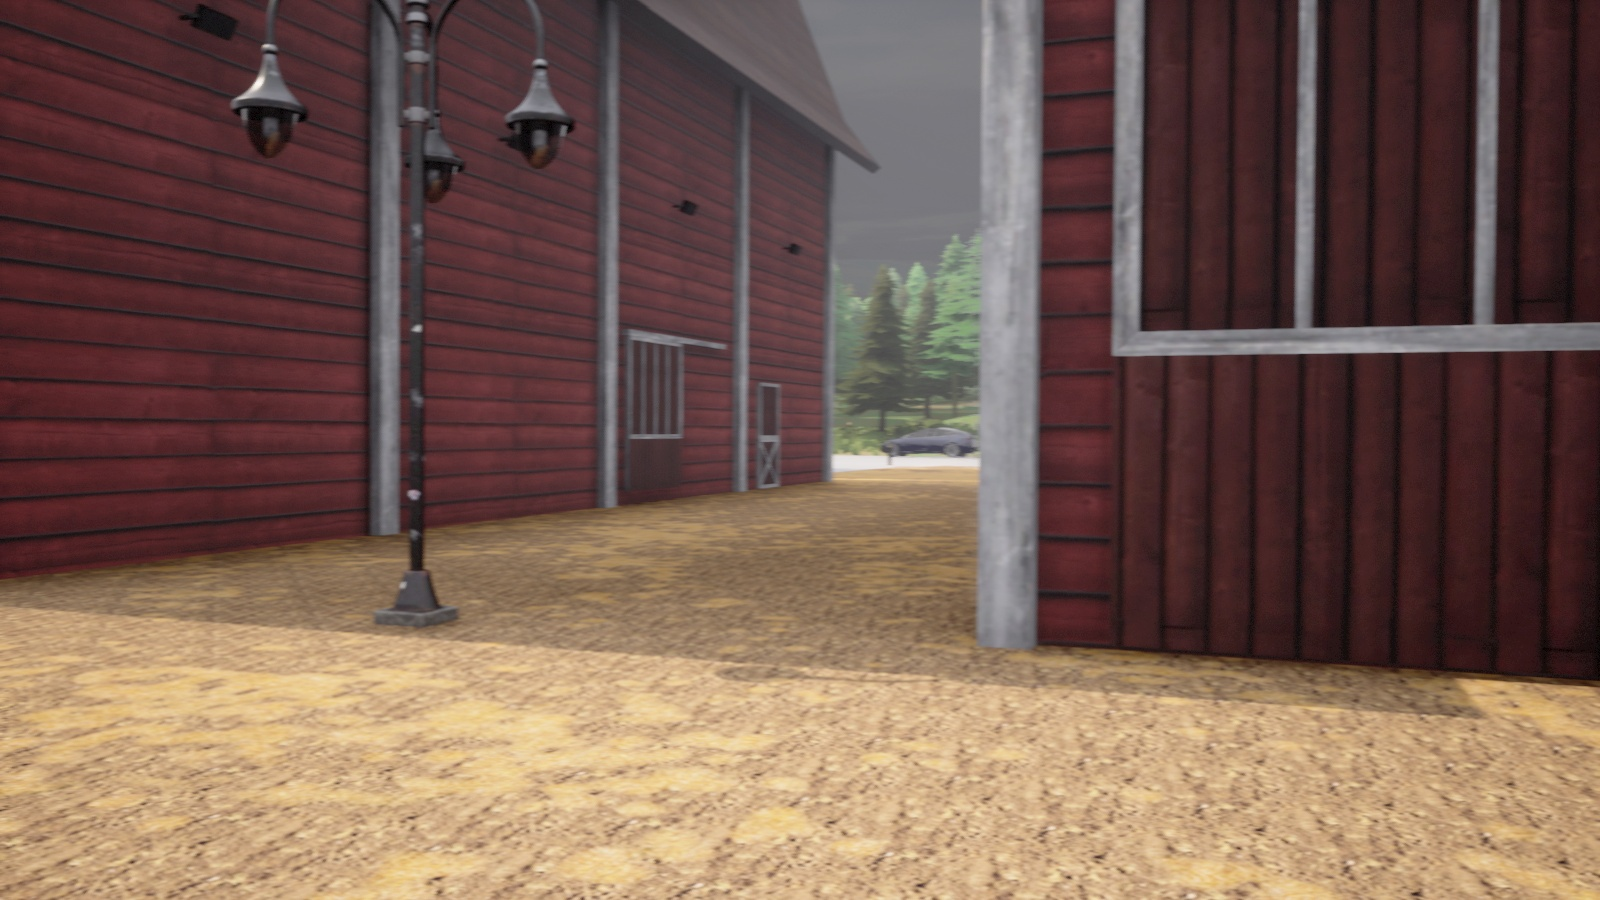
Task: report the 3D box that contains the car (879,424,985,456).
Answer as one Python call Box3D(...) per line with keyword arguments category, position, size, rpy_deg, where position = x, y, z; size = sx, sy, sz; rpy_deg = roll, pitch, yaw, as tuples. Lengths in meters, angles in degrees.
Box3D(category="car", position=(6.549, -0.493, 62.094), size=(4.792, 1.488, 2.163), rpy_deg=(0, 1, 21))
